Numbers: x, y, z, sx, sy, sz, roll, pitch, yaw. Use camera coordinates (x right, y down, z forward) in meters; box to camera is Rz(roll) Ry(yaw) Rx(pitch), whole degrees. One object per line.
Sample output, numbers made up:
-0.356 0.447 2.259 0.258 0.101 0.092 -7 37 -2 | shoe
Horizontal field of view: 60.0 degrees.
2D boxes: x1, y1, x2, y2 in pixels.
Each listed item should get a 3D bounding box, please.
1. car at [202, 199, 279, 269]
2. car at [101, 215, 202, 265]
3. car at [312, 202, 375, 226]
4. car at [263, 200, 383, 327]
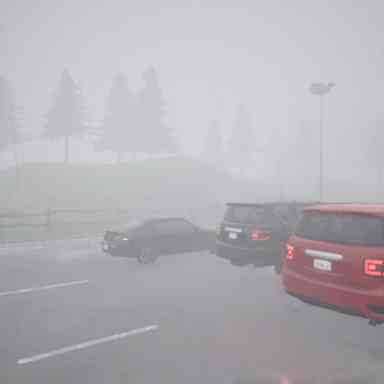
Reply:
3.267 1.246 10.374 5.566 2.045 2.150 0 0 -36 | car
-0.826 1.542 11.756 4.674 1.442 1.812 0 0 -35 | car
11.332 1.553 24.726 4.902 1.511 2.128 0 0 -35 | car
4.223 1.240 6.758 5.566 2.045 2.150 0 0 -35 | car
